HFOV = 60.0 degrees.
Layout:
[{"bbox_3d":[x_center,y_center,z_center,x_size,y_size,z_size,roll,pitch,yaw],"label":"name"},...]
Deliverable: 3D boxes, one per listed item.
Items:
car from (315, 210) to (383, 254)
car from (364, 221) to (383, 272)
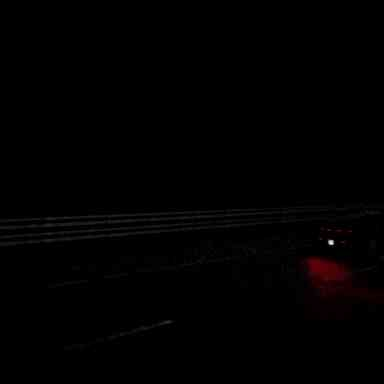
[{"bbox_3d":[6.841,1.489,13.012,4.892,1.490,1.837,-1,0,-35],"label":"car"},{"bbox_3d":[7.091,1.532,8.914,5.357,1.411,2.033,0,0,-35],"label":"car"}]
